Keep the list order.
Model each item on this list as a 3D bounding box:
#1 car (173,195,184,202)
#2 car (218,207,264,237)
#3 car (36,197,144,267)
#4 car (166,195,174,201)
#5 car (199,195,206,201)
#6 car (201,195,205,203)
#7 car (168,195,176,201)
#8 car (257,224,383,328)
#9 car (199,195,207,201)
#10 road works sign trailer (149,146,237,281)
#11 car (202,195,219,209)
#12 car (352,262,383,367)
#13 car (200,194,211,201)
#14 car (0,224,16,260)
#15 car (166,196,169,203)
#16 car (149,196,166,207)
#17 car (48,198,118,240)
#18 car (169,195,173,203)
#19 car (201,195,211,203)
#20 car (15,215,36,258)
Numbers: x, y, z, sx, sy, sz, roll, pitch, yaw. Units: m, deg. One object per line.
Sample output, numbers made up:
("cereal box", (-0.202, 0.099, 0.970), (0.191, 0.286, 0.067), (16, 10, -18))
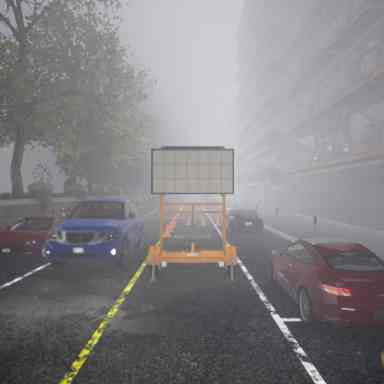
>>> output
("car", (-2.840, 1.529, 74.708), (1.882, 1.535, 5.008), (0, 0, 0))
("car", (2.728, 1.568, 18.039), (1.947, 1.339, 4.313), (0, 0, 0))
("car", (-3.074, 1.222, 11.766), (2.150, 2.045, 5.566), (0, 0, 0))
("car", (-5.508, 1.593, 85.447), (1.752, 1.417, 4.829), (0, 0, 0))
("car", (2.885, 1.644, 91.230), (1.947, 1.339, 4.313), (0, 0, 0))
("car", (2.800, 1.569, 51.819), (1.887, 1.381, 4.507), (0, 0, 0))
("car", (-5.495, 1.629, 91.248), (2.008, 1.369, 4.403), (0, 0, 0))
("car", (2.704, 1.582, 6.776), (1.802, 1.307, 4.206), (0, 0, 0))
("car", (2.872, 1.509, 85.600), (1.967, 1.590, 4.097), (0, 0, 0))
("road works sign trailer", (0.021, 0.465, 9.804), (2.380, 3.560, 2.880), (0, 0, 0))
("car", (2.789, 1.563, 46.189), (1.887, 1.381, 4.507), (0, 0, 0))
("car", (2.693, 1.525, 1.316), (1.752, 1.417, 4.829), (0, 0, 0))
("car", (2.813, 1.471, 57.448), (1.967, 1.590, 4.097), (0, 0, 0))
("car", (-5.676, 1.582, 6.793), (1.802, 1.307, 4.206), (0, 0, 0))
("car", (-5.568, 1.471, 57.465), (1.967, 1.590, 4.097), (0, 0, 0))
("car", (-5.580, 1.464, 51.837), (1.967, 1.590, 4.097), (0, 0, 0))
("car", (-5.652, 1.317, 18.056), (2.192, 1.841, 5.009), (0, 0, 0))
("car", (-5.543, 1.595, 68.727), (2.008, 1.369, 4.403), (0, 0, 0))
("car", (2.837, 1.484, 68.710), (1.967, 1.590, 4.097), (0, 0, 0))
("car", (-5.664, 1.546, 12.424), (1.887, 1.381, 4.507), (0, 0, 0))
